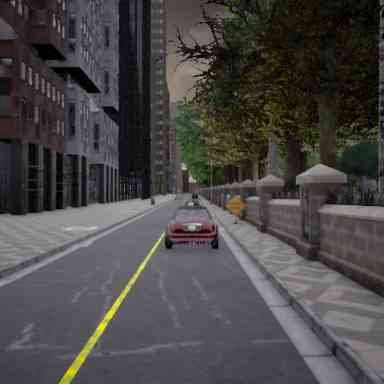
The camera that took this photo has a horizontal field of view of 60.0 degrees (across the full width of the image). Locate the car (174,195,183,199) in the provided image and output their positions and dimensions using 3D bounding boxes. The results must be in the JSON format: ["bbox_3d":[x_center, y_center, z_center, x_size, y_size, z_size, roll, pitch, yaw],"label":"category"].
[{"bbox_3d":[-3.000,1.327,75.967,1.994,1.385,4.181,0,0,0],"label":"car"}]

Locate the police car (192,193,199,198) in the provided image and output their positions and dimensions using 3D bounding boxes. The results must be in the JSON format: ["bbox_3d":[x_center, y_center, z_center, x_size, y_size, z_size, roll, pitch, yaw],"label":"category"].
[{"bbox_3d":[0.900,1.186,90.709,1.930,1.638,5.238,0,0,0],"label":"police car"}]

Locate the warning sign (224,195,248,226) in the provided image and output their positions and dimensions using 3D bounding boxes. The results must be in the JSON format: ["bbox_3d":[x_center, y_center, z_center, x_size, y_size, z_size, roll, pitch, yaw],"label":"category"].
[{"bbox_3d":[2.701,1.108,20.607,1.300,1.860,1.060,-1,-1,0],"label":"warning sign"}]

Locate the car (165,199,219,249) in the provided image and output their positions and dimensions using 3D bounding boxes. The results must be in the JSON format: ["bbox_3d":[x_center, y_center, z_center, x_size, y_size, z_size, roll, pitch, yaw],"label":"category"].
[{"bbox_3d":[0.000,1.365,14.621,2.097,1.767,4.553,0,0,0],"label":"car"}]
